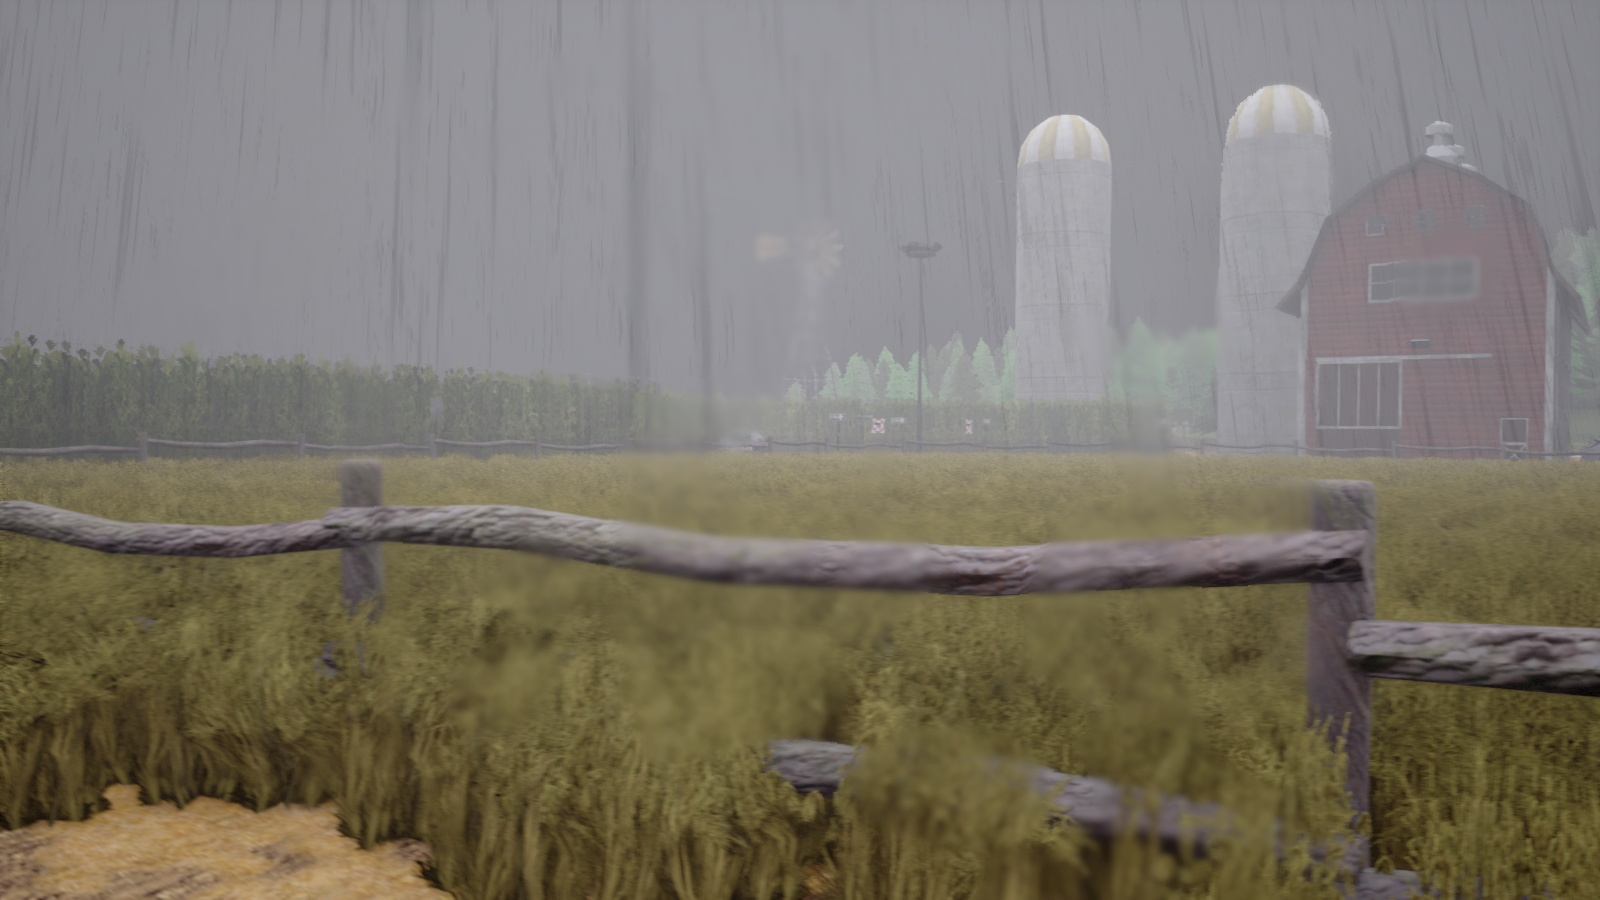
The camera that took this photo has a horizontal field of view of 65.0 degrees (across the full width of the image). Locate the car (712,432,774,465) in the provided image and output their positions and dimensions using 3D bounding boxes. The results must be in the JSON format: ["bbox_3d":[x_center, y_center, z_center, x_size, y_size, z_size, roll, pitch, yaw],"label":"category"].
[{"bbox_3d":[-2.617,-0.079,58.618,1.970,1.475,3.806,0,1,12],"label":"car"}]

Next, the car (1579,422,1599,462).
[{"bbox_3d":[34.322,-0.340,50.650,4.856,1.649,2.033,0,1,30],"label":"car"}]
